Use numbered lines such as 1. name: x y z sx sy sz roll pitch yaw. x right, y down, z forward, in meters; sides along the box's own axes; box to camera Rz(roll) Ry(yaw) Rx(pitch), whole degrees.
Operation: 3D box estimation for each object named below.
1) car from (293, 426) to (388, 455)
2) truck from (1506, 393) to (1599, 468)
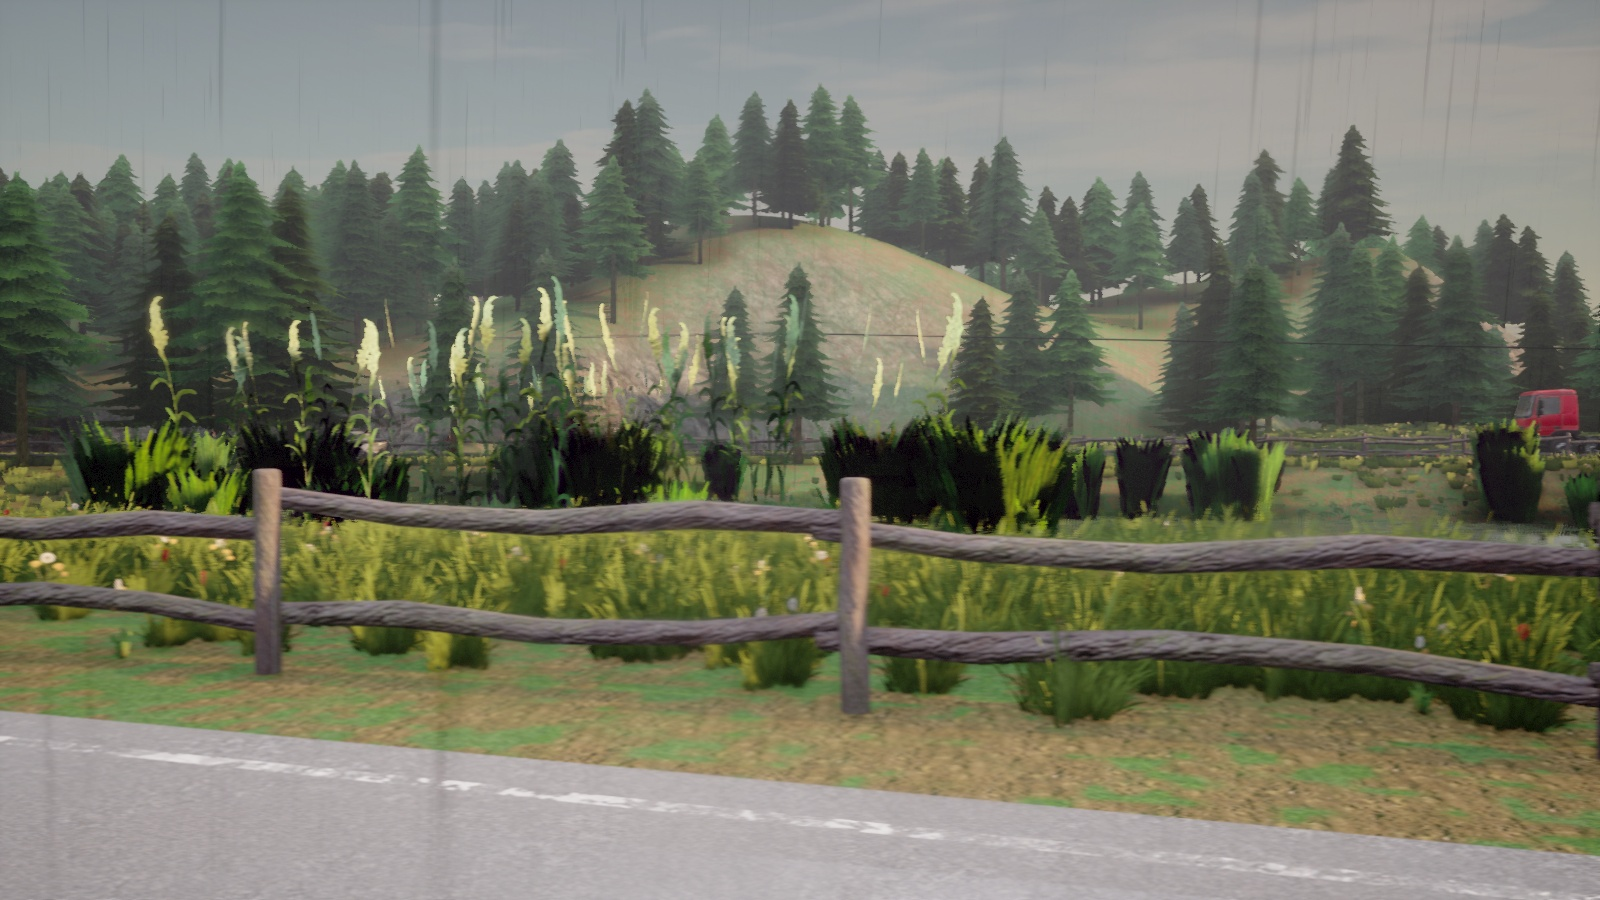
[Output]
1. car: -26.533 -0.557 72.616 4.611 1.667 2.242 0 1 8
2. truck: 37.884 -0.920 58.837 7.936 3.462 2.891 1 1 18
